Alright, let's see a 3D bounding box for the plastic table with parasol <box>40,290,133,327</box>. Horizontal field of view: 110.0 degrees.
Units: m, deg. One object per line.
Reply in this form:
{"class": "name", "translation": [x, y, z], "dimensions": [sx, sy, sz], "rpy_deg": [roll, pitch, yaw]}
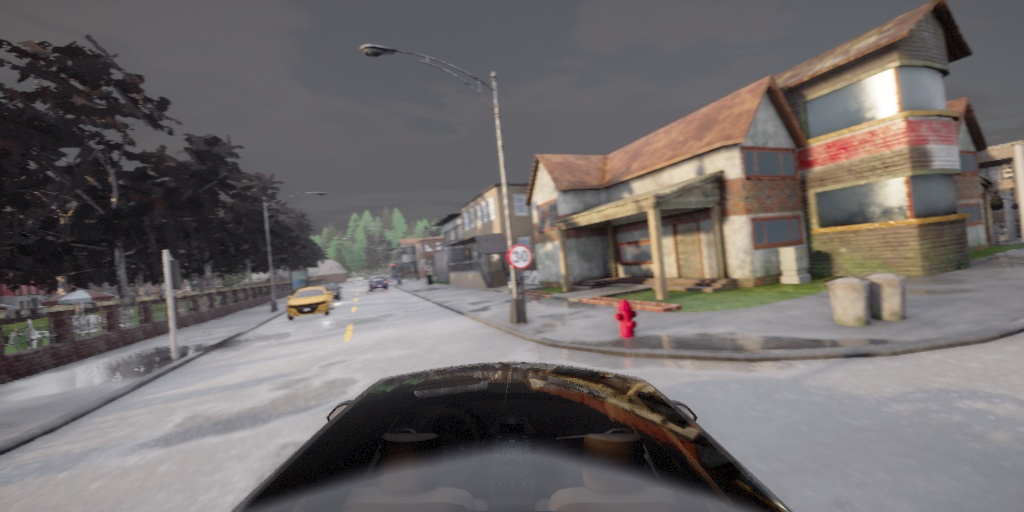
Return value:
{"class": "plastic table with parasol", "translation": [-20.565, 2.874, 17.272], "dimensions": [2.482, 2.480, 2.482], "rpy_deg": [0, 0, 27]}

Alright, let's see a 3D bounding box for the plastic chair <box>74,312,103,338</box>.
{"class": "plastic chair", "translation": [-19.478, 3.364, 16.618], "dimensions": [0.730, 1.272, 0.750], "rpy_deg": [0, 0, 28]}

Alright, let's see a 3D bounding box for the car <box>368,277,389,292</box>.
{"class": "car", "translation": [-14.837, 3.076, 39.797], "dimensions": [1.812, 1.442, 4.674], "rpy_deg": [-6, -1, -23]}

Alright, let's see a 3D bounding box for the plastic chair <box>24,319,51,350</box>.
{"class": "plastic chair", "translation": [-21.219, 3.517, 16.196], "dimensions": [0.750, 1.272, 0.730], "rpy_deg": [0, 0, 27]}

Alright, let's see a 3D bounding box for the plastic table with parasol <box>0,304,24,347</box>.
{"class": "plastic table with parasol", "translation": [-26.499, 3.482, 17.736], "dimensions": [2.482, 2.480, 2.482], "rpy_deg": [0, 0, 27]}

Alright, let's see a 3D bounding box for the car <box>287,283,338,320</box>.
{"class": "car", "translation": [-11.105, 2.489, 19.978], "dimensions": [1.882, 1.535, 5.008], "rpy_deg": [-6, -1, -23]}

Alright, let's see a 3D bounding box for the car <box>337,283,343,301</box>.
{"class": "car", "translation": [-15.099, 2.996, 29.588], "dimensions": [1.837, 1.490, 4.892], "rpy_deg": [-6, -1, -23]}
